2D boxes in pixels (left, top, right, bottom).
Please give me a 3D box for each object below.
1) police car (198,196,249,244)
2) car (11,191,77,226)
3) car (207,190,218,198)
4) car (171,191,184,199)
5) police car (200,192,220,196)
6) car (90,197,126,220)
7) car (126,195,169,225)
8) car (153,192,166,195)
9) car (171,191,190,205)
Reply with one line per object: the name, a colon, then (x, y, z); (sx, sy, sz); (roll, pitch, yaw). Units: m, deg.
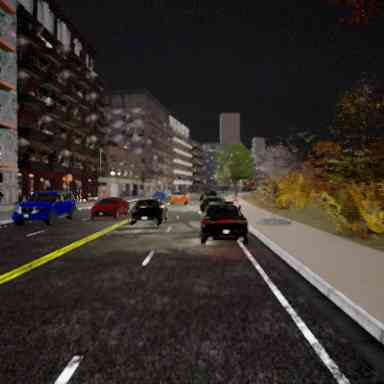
police car: (1.299, 1.203, 14.749); (1.930, 1.638, 5.238); (0, 1, 1)
car: (-9.366, 0.955, 21.668); (2.150, 2.045, 5.566); (0, 1, 1)
car: (4.276, 0.349, 69.742); (1.837, 1.490, 4.892); (0, 1, 9)
car: (-2.825, 0.624, 65.490); (1.837, 1.490, 4.892); (0, 1, 7)
police car: (1.514, 1.059, 24.690); (1.930, 1.638, 5.238); (0, 1, 2)
car: (-6.017, 1.150, 24.779); (1.882, 1.535, 5.008); (0, 1, 2)
car: (-2.681, 1.206, 21.493); (1.837, 1.490, 4.892); (0, 1, 1)
car: (-6.318, 0.647, 63.729); (1.882, 1.535, 5.008); (0, 1, 7)
car: (-1.515, 0.722, 44.870); (2.097, 1.767, 4.553); (0, 1, 4)
